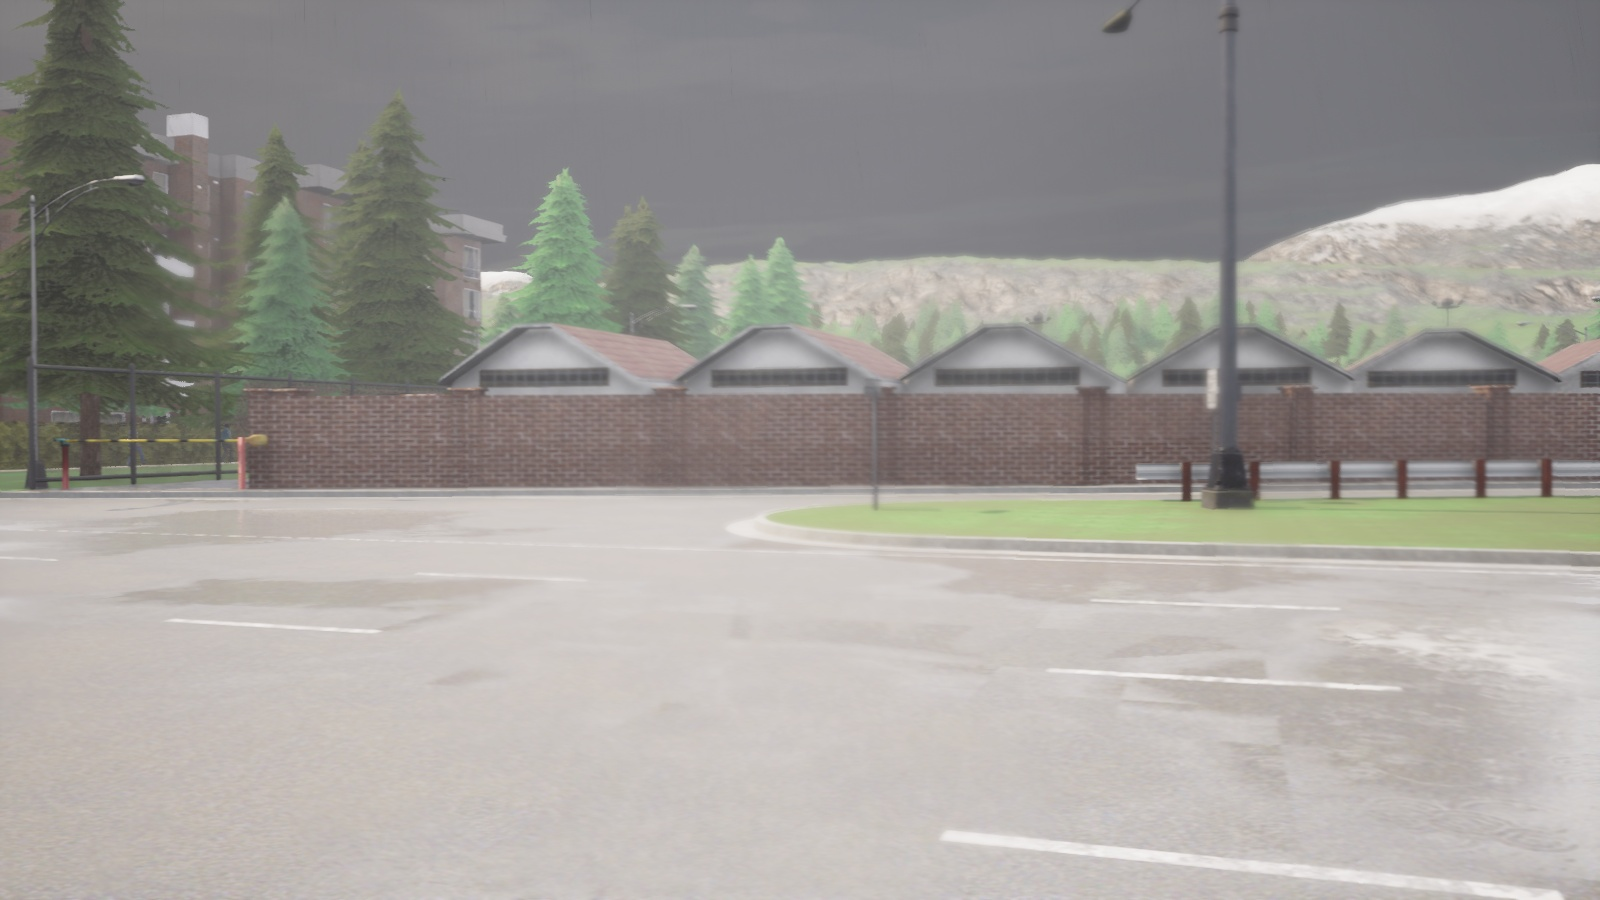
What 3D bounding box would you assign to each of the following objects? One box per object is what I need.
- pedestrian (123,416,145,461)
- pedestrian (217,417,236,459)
[{"bbox_3d":[-27.322,-0.466,51.514,0.354,1.836,0.706,1,1,20],"label":"pedestrian"},{"bbox_3d":[-26.053,-0.549,57.027,0.396,1.930,0.692,1,1,18],"label":"pedestrian"}]
